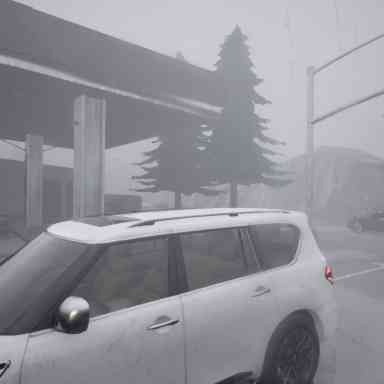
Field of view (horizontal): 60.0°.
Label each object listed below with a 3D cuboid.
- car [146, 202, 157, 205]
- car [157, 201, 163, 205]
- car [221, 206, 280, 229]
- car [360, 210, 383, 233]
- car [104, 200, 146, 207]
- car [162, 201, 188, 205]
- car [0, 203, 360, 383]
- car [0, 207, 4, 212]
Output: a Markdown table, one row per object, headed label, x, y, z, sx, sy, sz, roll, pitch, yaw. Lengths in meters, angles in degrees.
| label | x | y | z | sx | sy | sz | roll | pitch | yaw |
| --- | --- | --- | --- | --- | --- | --- | --- | --- | --- |
| car | -6.511 | 1.652 | 40.240 | 1.812 | 1.442 | 4.674 | 1 | 0 | -35 |
| car | -3.480 | 1.768 | 42.331 | 1.895 | 1.301 | 4.718 | 1 | 0 | -35 |
| car | 4.267 | 1.816 | 24.911 | 1.994 | 1.385 | 4.181 | 1 | 0 | -35 |
| car | 12.049 | 1.852 | 20.290 | 1.837 | 1.490 | 4.892 | 1 | 0 | -35 |
| car | -4.453 | 1.446 | 18.318 | 1.905 | 1.878 | 3.866 | 1 | 0 | -36 |
| car | -0.648 | 1.720 | 31.911 | 1.812 | 1.442 | 4.674 | 1 | 0 | -35 |
| car | -0.746 | 1.256 | 3.520 | 5.566 | 2.045 | 2.150 | -1 | 0 | -36 |
| car | -11.583 | 1.521 | 18.528 | 2.242 | 1.667 | 4.611 | 1 | 0 | -36 |
